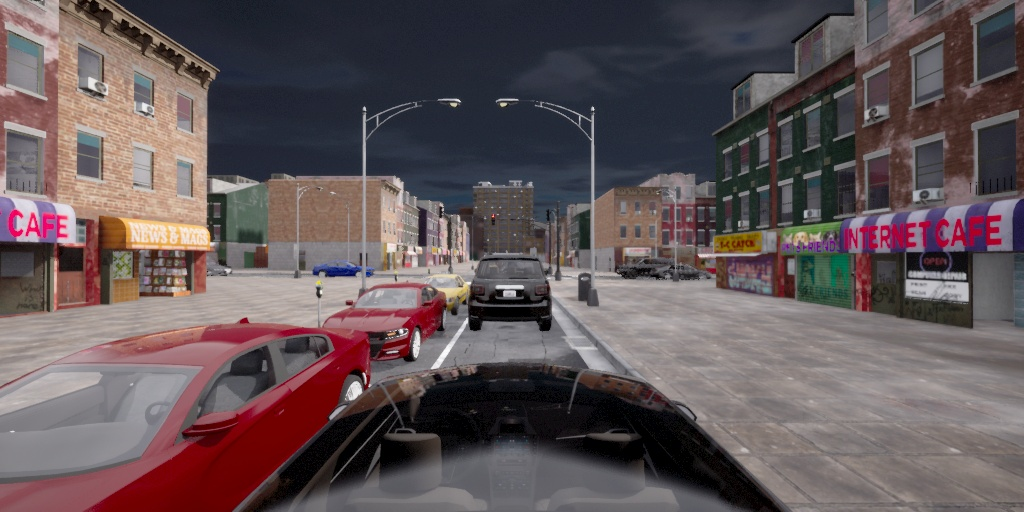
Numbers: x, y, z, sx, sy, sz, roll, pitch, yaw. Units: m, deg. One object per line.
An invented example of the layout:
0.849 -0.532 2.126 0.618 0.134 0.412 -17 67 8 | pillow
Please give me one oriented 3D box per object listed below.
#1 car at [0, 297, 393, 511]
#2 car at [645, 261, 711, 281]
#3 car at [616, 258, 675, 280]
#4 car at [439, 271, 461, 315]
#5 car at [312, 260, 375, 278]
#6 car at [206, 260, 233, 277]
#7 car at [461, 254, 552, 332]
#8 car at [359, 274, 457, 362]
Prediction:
-2.637 1.295 2.761 1.888 1.381 4.507 0 0 0 | car
14.526 1.456 30.988 4.892 1.490 1.837 1 0 0 | car
12.817 1.170 33.934 5.566 2.045 2.150 1 0 0 | car
-2.637 1.283 13.579 1.751 1.417 4.829 0 0 0 | car
-14.385 1.156 30.837 5.008 1.535 1.882 0 0 -2 | car
-26.797 1.080 30.778 4.902 1.511 2.128 1 0 0 | car
-0.028 0.976 11.075 2.150 2.045 5.566 0 0 1 | car
-2.637 1.298 8.255 1.888 1.381 4.507 0 0 0 | car
